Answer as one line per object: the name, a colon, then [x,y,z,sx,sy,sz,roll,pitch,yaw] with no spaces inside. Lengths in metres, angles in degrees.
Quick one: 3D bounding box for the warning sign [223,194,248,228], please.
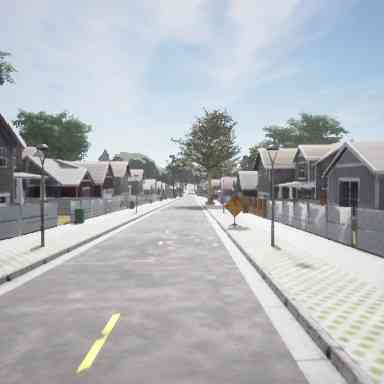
warning sign: [2.555,1.120,19.743,1.300,1.860,1.060,2,2,0]
